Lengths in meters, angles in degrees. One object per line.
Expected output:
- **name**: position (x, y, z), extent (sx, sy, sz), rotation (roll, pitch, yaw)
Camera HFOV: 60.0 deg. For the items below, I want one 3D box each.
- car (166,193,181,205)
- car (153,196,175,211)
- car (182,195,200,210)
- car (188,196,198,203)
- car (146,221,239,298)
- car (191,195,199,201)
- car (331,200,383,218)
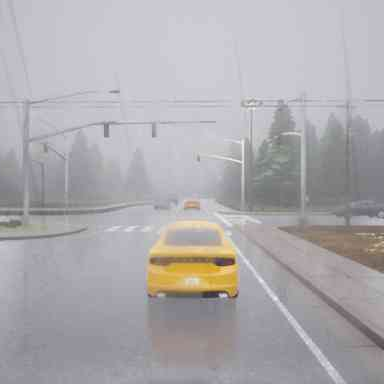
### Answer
- **car**: position (-3.543, 1.219, 57.521), extent (2.150, 2.045, 5.566), rotation (0, 0, 0)
- **car**: position (-3.583, 1.546, 40.594), extent (2.033, 1.411, 5.357), rotation (0, 0, 0)
- **car**: position (0.017, 1.476, 42.215), extent (1.882, 1.535, 5.008), rotation (0, 0, 0)
- **car**: position (0.297, 1.535, 72.776), extent (2.033, 1.411, 5.357), rotation (0, 0, 2)
- **car**: position (0.049, 1.474, 8.552), extent (1.882, 1.535, 5.008), rotation (0, 0, 1)
- **car**: position (0.696, 1.439, 83.168), extent (1.837, 1.490, 4.892), rotation (0, 0, 2)
- **car**: position (14.910, 1.530, 29.530), extent (4.892, 1.490, 1.837), rotation (0, 0, 1)
